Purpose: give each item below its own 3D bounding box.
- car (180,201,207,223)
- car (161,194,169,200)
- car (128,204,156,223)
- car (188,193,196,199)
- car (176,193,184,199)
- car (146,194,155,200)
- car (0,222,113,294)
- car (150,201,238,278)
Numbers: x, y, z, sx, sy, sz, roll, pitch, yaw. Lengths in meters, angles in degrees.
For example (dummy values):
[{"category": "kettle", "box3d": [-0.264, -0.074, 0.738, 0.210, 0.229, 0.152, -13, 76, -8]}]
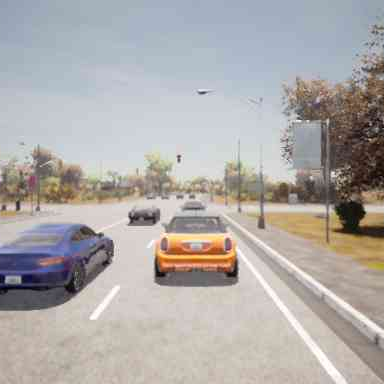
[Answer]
[{"category": "car", "box3d": [0.107, 1.437, 24.921, 1.837, 1.490, 4.892, 0, -1, 0]}, {"category": "car", "box3d": [-6.975, 1.284, 85.248, 1.837, 1.490, 4.892, 0, 0, 0]}, {"category": "car", "box3d": [-3.393, 1.538, 24.563, 1.895, 1.301, 4.718, 0, 0, 0]}, {"category": "car", "box3d": [0.031, 1.258, 92.925, 1.837, 1.490, 4.892, 0, 0, 0]}, {"category": "car", "box3d": [-3.469, 1.257, 92.928, 1.837, 1.490, 4.892, 0, 0, 0]}, {"category": "car", "box3d": [-10.475, 1.324, 85.260, 2.033, 1.411, 5.357, 0, 0, 0]}, {"category": "car", "box3d": [-3.398, 1.504, 8.632, 1.812, 1.442, 4.674, 0, 0, 0]}, {"category": "car", "box3d": [0.102, 1.327, 10.189, 2.097, 1.767, 4.553, 0, 0, 0]}]
